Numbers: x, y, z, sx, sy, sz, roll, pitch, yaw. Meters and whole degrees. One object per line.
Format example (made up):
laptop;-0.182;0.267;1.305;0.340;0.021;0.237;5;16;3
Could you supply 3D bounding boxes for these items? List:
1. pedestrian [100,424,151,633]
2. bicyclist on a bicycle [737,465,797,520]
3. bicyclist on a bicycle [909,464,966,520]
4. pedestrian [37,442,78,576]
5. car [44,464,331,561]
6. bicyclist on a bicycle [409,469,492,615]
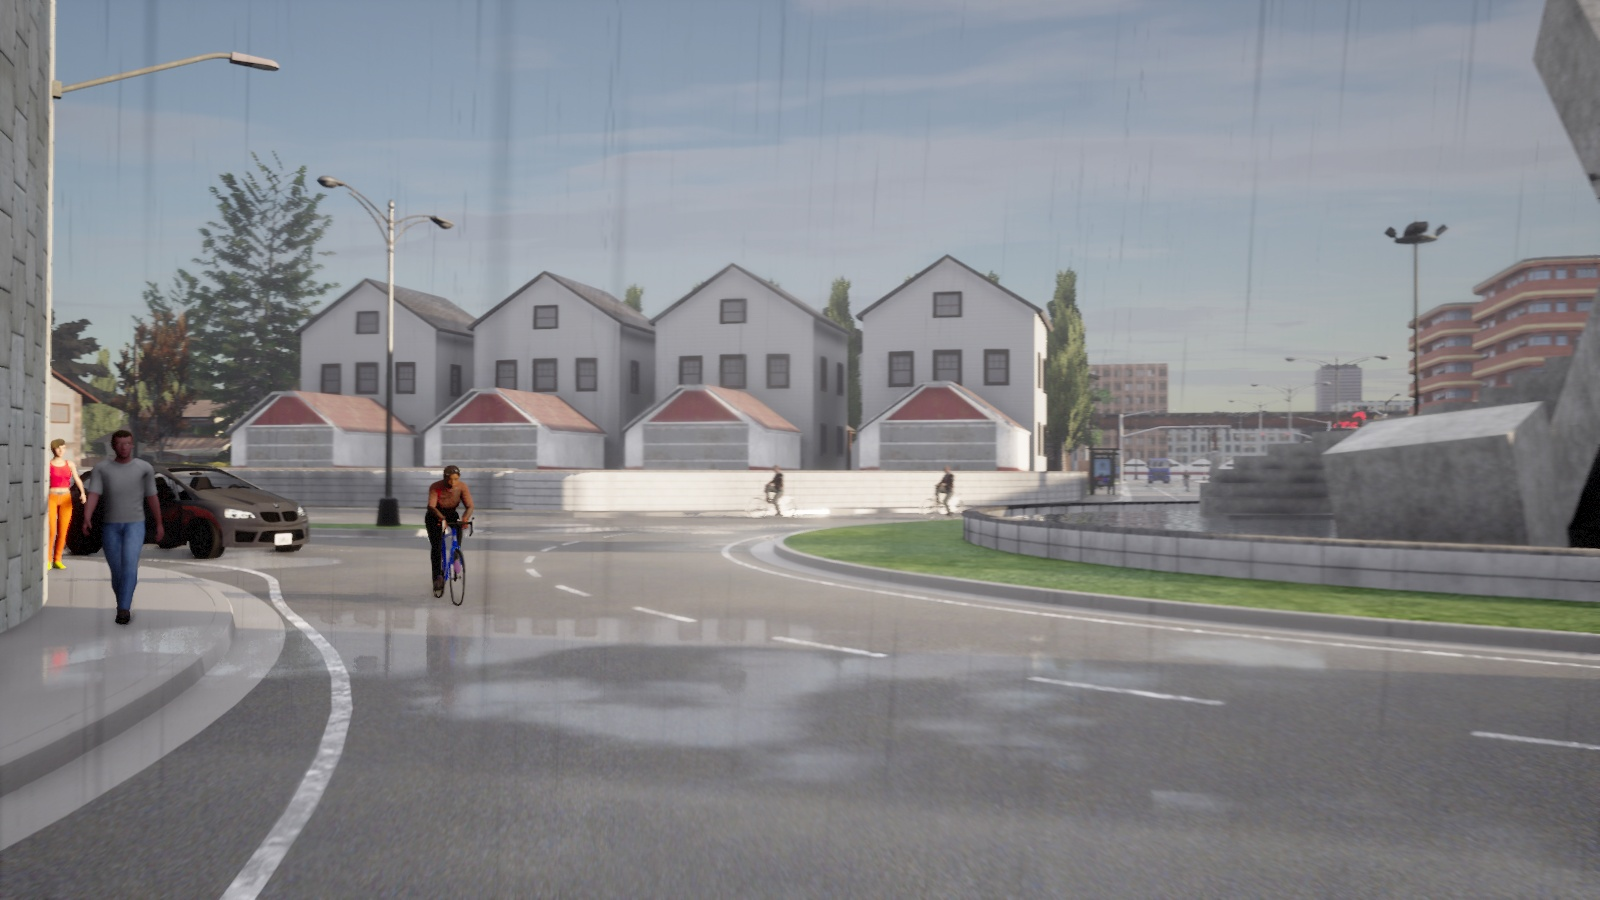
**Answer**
pedestrian;-6.134;0.693;11.432;0.354;1.836;0.706;0;-1;-24
bicyclist on a bicycle;-1.067;1.376;40.926;1.843;1.776;0.659;1;-2;-33
bicyclist on a bicycle;4.426;1.340;40.447;1.843;1.776;0.659;1;-1;-36
pedestrian;-10.351;0.816;17.503;0.594;1.836;0.345;-1;-1;44
car;-11.338;1.107;23.301;4.611;1.667;2.242;-1;-1;21
bicyclist on a bicycle;-4.146;1.037;14.843;0.582;1.620;1.656;0;-1;-29
